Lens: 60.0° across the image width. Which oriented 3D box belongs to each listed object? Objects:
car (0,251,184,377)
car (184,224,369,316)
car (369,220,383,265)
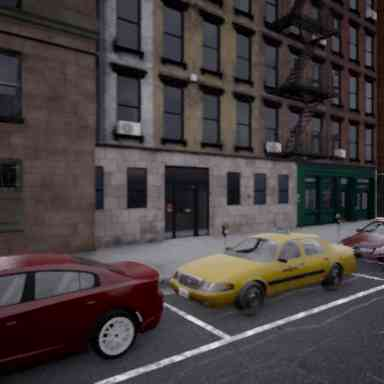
[{"bbox_3d":[-2.538,1.544,4.377,4.507,1.381,1.887,0,0,-35],"label":"car"},{"bbox_3d":[1.817,1.519,7.482,4.829,1.417,1.752,0,0,-35],"label":"car"},{"bbox_3d":[6.449,1.570,10.784,4.206,1.307,1.802,0,0,-35],"label":"car"}]
